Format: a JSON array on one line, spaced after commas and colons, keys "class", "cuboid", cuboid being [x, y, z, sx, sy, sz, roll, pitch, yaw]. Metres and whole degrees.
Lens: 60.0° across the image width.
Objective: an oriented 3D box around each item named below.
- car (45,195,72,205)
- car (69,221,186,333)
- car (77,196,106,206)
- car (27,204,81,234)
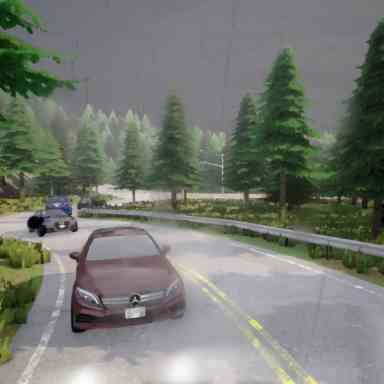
[{"class": "car", "cuboid": [-12.899, 1.326, 32.239, 2.150, 2.045, 5.566, -1, 0, -18]}, {"class": "car", "cuboid": [-1.529, 1.523, 7.111, 1.812, 1.442, 4.674, -2, 0, -17]}, {"class": "car", "cuboid": [-12.767, 1.289, 42.832, 2.097, 1.767, 4.553, 2, 2, 13]}, {"class": "car", "cuboid": [-8.166, 1.688, 19.305, 1.994, 1.385, 4.181, -4, 2, -38]}]
